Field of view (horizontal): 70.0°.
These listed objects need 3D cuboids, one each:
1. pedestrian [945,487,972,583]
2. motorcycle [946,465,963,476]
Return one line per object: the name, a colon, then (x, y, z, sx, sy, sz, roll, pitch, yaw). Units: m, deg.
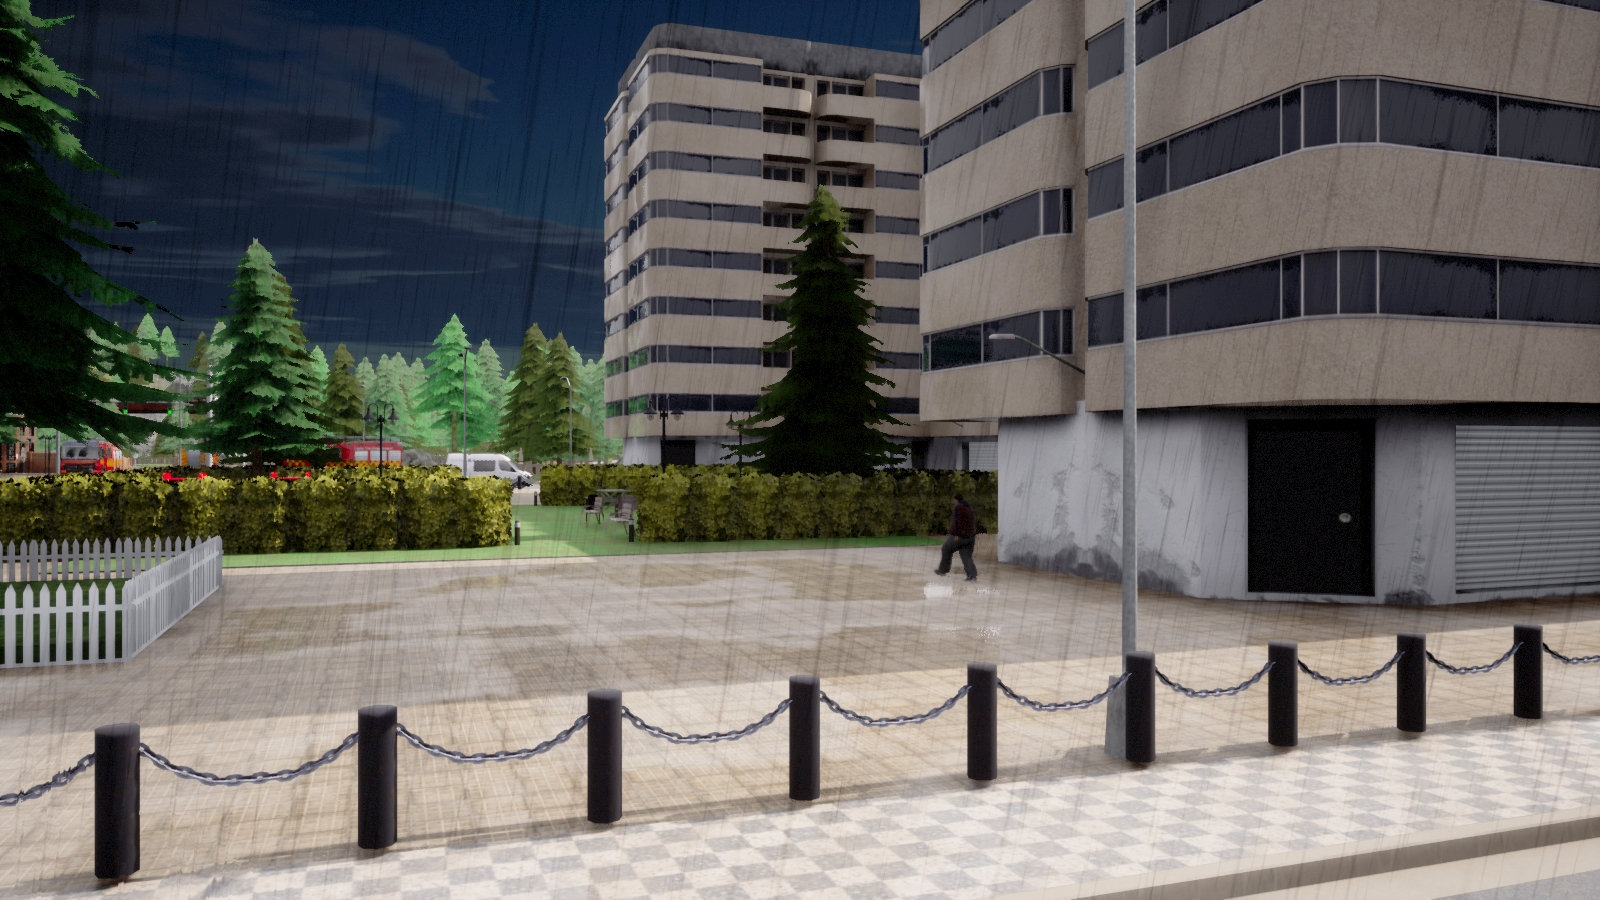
pedestrian: (3.143, 1.675, 22.663, 0.375, 1.860, 0.375, 0, 0, -43)
motorcycle: (16.084, 2.131, 119.009, 0.803, 1.199, 2.033, 0, 0, -20)
